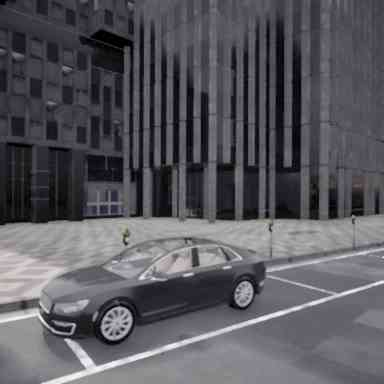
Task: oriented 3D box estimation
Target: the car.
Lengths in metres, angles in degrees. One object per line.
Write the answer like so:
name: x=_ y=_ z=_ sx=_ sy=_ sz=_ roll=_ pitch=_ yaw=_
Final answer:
car: x=-0.483 y=1.580 z=6.304 sx=4.403 sy=1.369 sz=2.008 roll=1 pitch=0 yaw=-35
